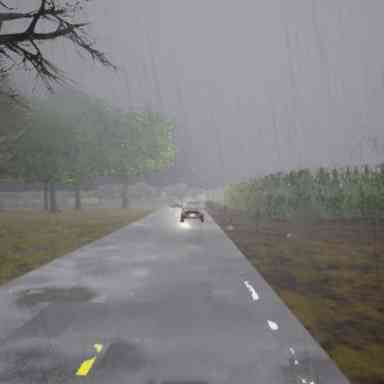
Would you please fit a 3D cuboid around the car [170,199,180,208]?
[{"bbox_3d":[-2.718,1.964,58.511,2.097,1.767,4.553,0,-1,0],"label":"car"}]

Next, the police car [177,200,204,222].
[{"bbox_3d":[0.052,1.694,28.744,2.038,1.542,4.974,0,-1,1],"label":"police car"}]
